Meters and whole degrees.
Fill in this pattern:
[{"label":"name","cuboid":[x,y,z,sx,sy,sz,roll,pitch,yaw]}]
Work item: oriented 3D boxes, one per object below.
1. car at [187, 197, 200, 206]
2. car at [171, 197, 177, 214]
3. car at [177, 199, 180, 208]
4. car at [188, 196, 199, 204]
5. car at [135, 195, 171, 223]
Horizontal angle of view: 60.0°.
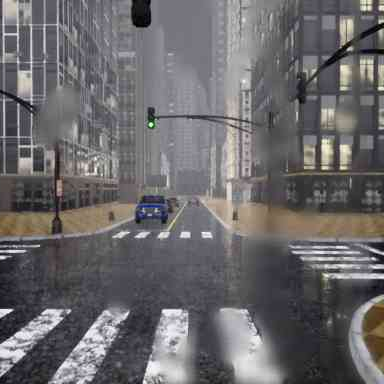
[{"label":"car","cuboid":[0.234,1.522,55.007,2.128,1.511,4.902,0,0,0]},{"label":"car","cuboid":[-2.942,1.490,35.827,1.882,1.535,5.008,0,0,0]},{"label":"car","cuboid":[-2.869,1.550,49.395,1.812,1.442,4.674,0,0,1]},{"label":"car","cuboid":[0.279,1.592,65.424,2.033,1.411,5.357,0,0,0]},{"label":"car","cuboid":[-2.992,1.226,25.609,2.150,2.045,5.566,0,0,-2]}]
